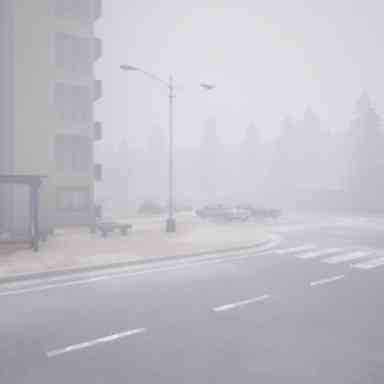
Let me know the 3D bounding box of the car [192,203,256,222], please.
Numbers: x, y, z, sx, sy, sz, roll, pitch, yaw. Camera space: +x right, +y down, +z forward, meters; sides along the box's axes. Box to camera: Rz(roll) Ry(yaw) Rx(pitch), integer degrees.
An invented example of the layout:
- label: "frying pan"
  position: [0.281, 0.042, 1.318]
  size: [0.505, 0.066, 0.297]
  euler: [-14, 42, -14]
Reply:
- label: "car"
  position: [2.361, 1.554, 25.646]
  size: [1.895, 1.301, 4.718]
  euler: [0, 0, -36]

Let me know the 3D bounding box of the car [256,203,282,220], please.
- label: "car"
  position: [5.156, 1.555, 27.741]
  size: [1.895, 1.301, 4.718]
  euler: [0, 0, -36]

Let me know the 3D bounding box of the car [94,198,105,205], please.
- label: "car"
  position: [-16.772, 1.555, 54.209]
  size: [4.718, 1.301, 1.895]
  euler: [0, 0, 13]

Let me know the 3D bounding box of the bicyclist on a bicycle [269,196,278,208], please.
- label: "bicyclist on a bicycle"
  position: [9.856, 1.260, 40.096]
  size: [1.656, 1.620, 0.582]
  euler: [0, 0, -36]

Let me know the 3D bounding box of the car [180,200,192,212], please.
- label: "car"
  position: [-1.737, 1.517, 36.764]
  size: [1.994, 1.385, 4.181]
  euler: [0, 0, -40]

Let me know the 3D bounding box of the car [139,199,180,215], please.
- label: "car"
  position: [-3.626, 1.479, 33.651]
  size: [1.812, 1.442, 4.674]
  euler: [0, 0, -39]
